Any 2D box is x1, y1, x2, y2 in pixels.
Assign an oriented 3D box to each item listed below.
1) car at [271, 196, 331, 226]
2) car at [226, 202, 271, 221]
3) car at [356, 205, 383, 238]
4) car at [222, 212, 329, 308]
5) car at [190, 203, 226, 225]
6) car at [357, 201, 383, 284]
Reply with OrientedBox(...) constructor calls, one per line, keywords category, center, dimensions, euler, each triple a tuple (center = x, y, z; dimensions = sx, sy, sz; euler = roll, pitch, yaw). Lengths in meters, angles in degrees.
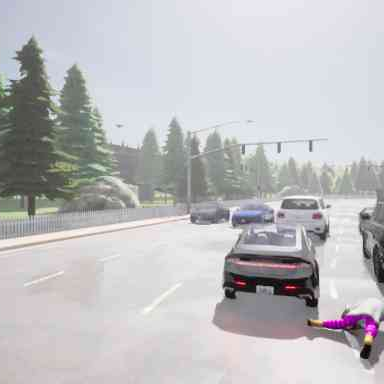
OrientedBox(category="car", center=(5.819, 1.219, 17.133), dimensions=(2.150, 2.045, 5.566), euler=(0, 0, 25))
OrientedBox(category="car", center=(4.145, 1.475, 22.175), dimensions=(1.882, 1.535, 5.008), euler=(0, 0, 26))
OrientedBox(category="car", center=(10.457, 1.545, 18.812), dimensions=(2.033, 1.411, 5.357), euler=(0, 0, 25))
OrientedBox(category="car", center=(2.042, 1.491, 8.089), dimensions=(2.128, 1.511, 4.902), euler=(0, 0, 19))
OrientedBox(category="car", center=(1.482, 1.522, 24.709), dimensions=(1.812, 1.442, 4.674), euler=(0, 0, 26))
OrientedBox(category="car", center=(6.109, 1.222, 9.200), dimensions=(2.150, 2.045, 5.566), euler=(0, 0, 22))
